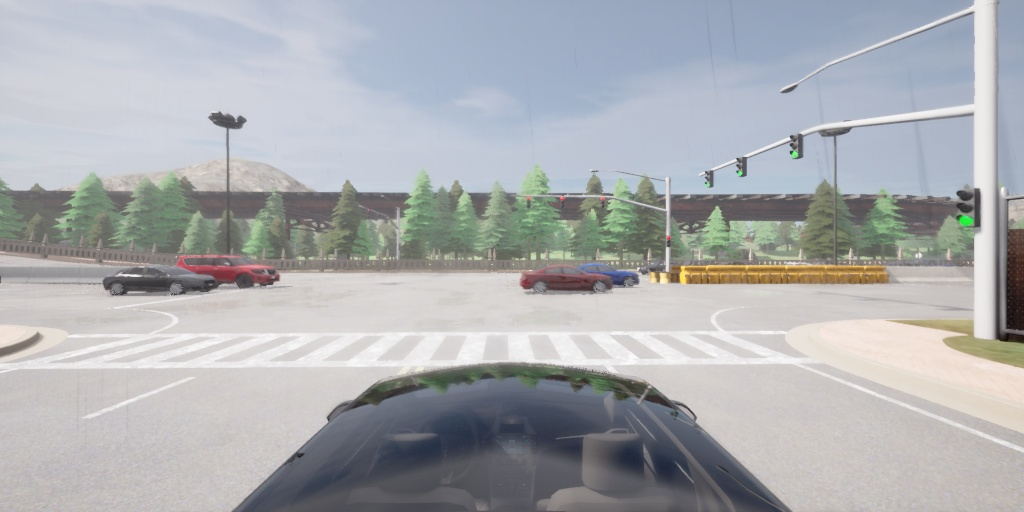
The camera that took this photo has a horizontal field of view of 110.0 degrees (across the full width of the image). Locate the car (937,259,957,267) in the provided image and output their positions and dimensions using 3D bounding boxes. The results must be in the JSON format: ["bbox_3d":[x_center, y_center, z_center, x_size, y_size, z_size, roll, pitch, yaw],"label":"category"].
[{"bbox_3d":[39.984,1.100,34.699,4.553,1.767,2.097,0,0,-2],"label":"car"}]

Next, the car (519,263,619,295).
[{"bbox_3d":[2.867,1.227,19.356,5.008,1.535,1.882,0,0,-2],"label":"car"}]

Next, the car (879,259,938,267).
[{"bbox_3d":[33.219,1.253,31.001,4.892,1.490,1.837,0,0,-2],"label":"car"}]

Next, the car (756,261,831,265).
[{"bbox_3d":[24.013,1.274,30.701,4.674,1.442,1.812,0,0,-2],"label":"car"}]

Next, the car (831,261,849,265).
[{"bbox_3d":[30.016,1.240,34.404,4.902,1.511,2.128,0,0,-2],"label":"car"}]

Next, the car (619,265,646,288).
[{"bbox_3d":[5.554,1.226,22.942,5.008,1.535,1.882,0,0,-2],"label":"car"}]

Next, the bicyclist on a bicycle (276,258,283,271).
[{"bbox_3d":[-28.452,1.039,43.882,0.582,1.620,1.656,0,0,-2],"label":"bicyclist on a bicycle"}]

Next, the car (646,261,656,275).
[{"bbox_3d":[15.576,1.240,37.460,4.902,1.511,2.128,0,0,-2],"label":"car"}]

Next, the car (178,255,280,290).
[{"bbox_3d":[-17.629,0.968,22.221,5.566,2.045,2.150,0,0,-2],"label":"car"}]

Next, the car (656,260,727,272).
[{"bbox_3d":[15.184,1.101,30.445,4.553,1.767,2.097,0,0,-2],"label":"car"}]

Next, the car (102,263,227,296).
[{"bbox_3d":[-18.204,1.252,18.701,4.892,1.490,1.837,0,0,-2],"label":"car"}]

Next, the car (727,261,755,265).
[{"bbox_3d":[20.519,1.253,34.112,4.892,1.490,1.837,0,0,-2],"label":"car"}]

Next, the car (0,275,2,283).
[{"bbox_3d":[-34.278,0.943,21.717,4.553,1.767,2.097,2,0,-2],"label":"car"}]
